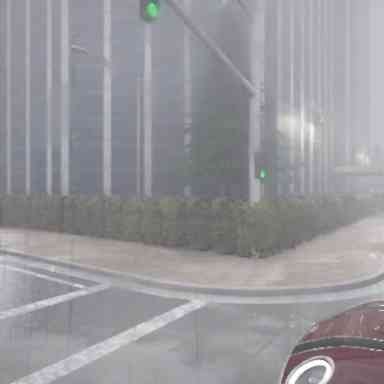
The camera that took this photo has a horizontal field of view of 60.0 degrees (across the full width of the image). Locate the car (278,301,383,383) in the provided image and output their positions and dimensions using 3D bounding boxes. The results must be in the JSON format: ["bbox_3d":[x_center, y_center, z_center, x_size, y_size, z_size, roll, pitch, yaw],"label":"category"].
[{"bbox_3d":[2.828,1.352,1.974,4.553,1.767,2.097,0,0,36],"label":"car"}]
